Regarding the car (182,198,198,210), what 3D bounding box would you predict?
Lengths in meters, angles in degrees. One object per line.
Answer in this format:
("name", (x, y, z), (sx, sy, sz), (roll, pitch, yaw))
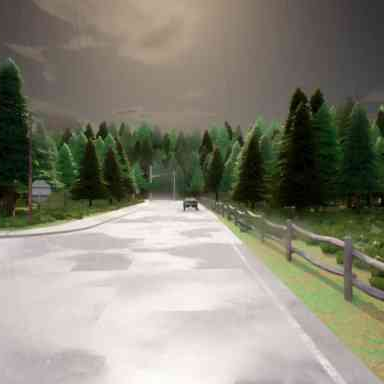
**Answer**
("car", (-0.226, 1.510, 43.556), (1.837, 1.490, 4.892), (0, 0, -2))
